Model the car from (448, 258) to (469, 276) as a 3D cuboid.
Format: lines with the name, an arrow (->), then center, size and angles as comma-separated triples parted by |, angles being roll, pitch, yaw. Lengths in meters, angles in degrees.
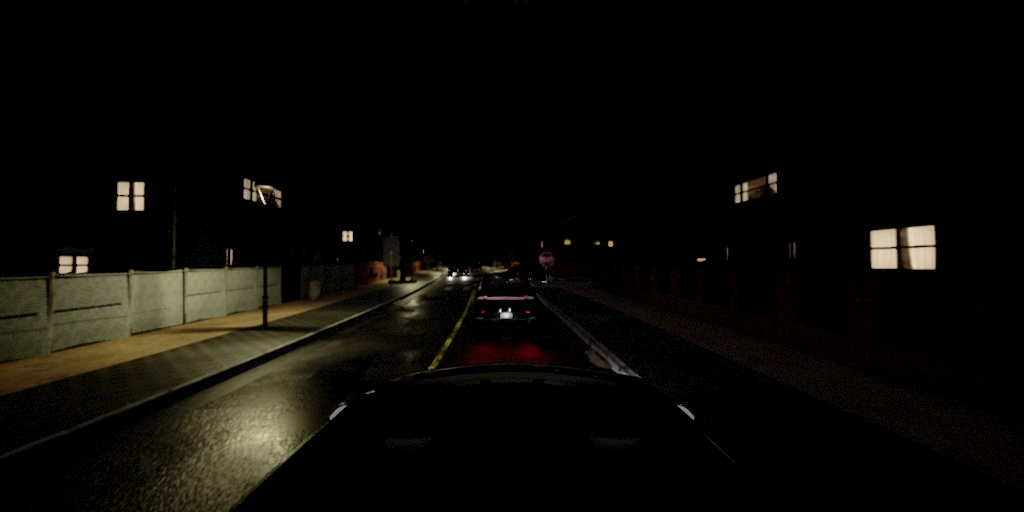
car -> -6.359, 1.255, 42.611 | 2.150, 2.045, 5.566 | 0, -1, -7

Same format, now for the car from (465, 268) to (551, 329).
car -> -0.245, 1.292, 11.474 | 2.128, 1.511, 4.902 | 0, 0, -2

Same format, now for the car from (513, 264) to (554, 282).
car -> 1.369, 1.377, 26.845 | 1.837, 1.490, 4.892 | -5, -2, 35
